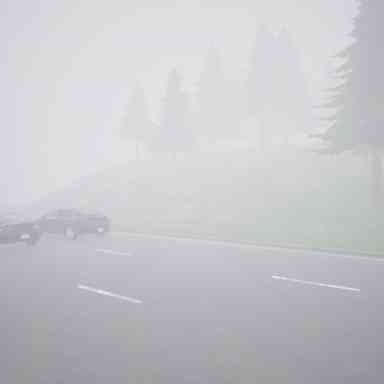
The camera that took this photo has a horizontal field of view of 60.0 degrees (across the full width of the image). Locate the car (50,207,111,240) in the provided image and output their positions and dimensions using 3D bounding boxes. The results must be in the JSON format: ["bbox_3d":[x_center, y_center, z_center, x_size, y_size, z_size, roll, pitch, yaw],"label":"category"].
[{"bbox_3d":[-6.236,1.516,16.916,4.892,1.490,1.837,0,0,36],"label":"car"}]

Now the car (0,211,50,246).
[{"bbox_3d":[-8.269,1.533,14.066,4.674,1.442,1.812,0,0,36],"label":"car"}]
